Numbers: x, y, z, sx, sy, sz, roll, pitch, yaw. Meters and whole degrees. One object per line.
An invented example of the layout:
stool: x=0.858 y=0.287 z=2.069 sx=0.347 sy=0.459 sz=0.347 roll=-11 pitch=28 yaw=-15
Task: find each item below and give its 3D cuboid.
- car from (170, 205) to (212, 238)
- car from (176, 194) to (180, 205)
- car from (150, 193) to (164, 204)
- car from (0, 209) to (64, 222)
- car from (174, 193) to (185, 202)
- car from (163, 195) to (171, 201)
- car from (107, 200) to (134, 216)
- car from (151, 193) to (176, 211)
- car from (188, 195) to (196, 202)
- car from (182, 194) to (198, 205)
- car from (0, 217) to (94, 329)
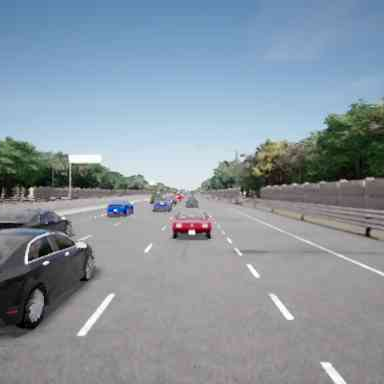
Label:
car: x=-0.003 y=1.618 z=17.905 sx=1.895 sy=1.301 sz=4.718 roll=0 pitch=0 yaw=0
car: x=-3.507 y=1.594 z=57.895 sx=1.812 sy=1.442 sz=4.674 roll=0 pitch=0 yaw=0
car: x=-7.010 y=1.304 z=66.998 sx=2.150 sy=2.045 sz=5.566 roll=0 pitch=0 yaw=0
car: x=-7.003 y=1.521 z=14.958 sx=1.837 sy=1.490 sz=4.892 roll=0 pitch=0 yaw=0
car: x=-3.510 y=1.330 z=80.019 sx=2.150 sy=2.045 sz=5.566 roll=0 pitch=0 yaw=0
car: x=-7.012 y=1.652 z=92.998 sx=1.812 sy=1.442 sz=4.674 roll=0 pitch=0 yaw=0
car: x=-7.003 y=1.512 z=32.950 sx=1.882 sy=1.535 sz=5.008 roll=0 pitch=0 yaw=0
car: x=-3.505 y=1.396 z=40.852 sx=2.097 sy=1.767 sz=4.553 roll=0 pitch=0 yaw=0
car: x=-0.010 y=1.610 z=82.946 sx=1.837 sy=1.490 sz=4.892 roll=0 pitch=0 yaw=0
car: x=-0.006 y=1.553 z=52.892 sx=2.128 sy=1.511 sz=4.902 roll=0 pitch=0 yaw=0
car: x=-3.500 y=1.513 z=6.939 sx=1.837 sy=1.490 sz=4.892 roll=0 pitch=0 yaw=0
